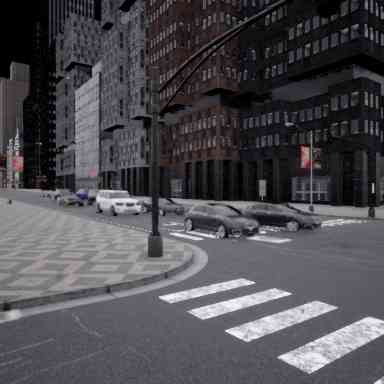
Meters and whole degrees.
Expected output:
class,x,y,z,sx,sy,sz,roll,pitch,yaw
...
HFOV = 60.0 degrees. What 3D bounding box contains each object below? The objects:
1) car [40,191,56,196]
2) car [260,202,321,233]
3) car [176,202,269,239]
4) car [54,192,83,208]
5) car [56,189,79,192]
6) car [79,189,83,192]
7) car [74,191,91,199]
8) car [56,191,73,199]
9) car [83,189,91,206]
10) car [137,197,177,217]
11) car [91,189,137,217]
class,x,y,z,sx,sy,sz,roll,pitch,yaw
car,-23.042,0.388,51.165,2.033,1.411,5.357,0,1,-36
car,4.812,1.350,18.913,1.837,1.490,4.892,-1,1,-44
car,1.334,1.352,16.721,1.837,1.490,4.892,0,0,-31
car,-14.252,1.009,38.829,2.033,1.411,5.357,0,1,-36
car,-20.388,0.557,53.042,2.150,2.045,5.566,0,1,-36
car,-17.834,0.445,55.229,2.150,2.045,5.566,0,1,-36
car,-21.885,0.564,66.395,1.812,1.442,4.674,0,1,-36
car,-24.955,0.532,65.093,1.837,1.490,4.892,0,1,-36
car,-10.609,0.707,39.328,2.150,2.045,5.566,0,0,-35
car,-2.534,1.185,28.136,1.837,1.490,4.892,0,1,-36
car,-6.274,0.874,27.774,2.150,2.045,5.566,0,2,-35
